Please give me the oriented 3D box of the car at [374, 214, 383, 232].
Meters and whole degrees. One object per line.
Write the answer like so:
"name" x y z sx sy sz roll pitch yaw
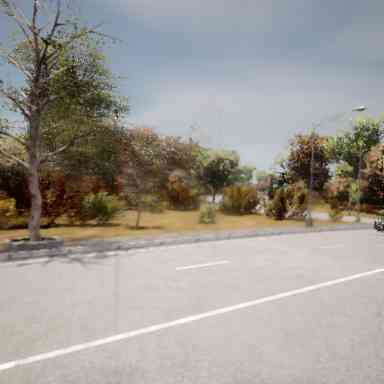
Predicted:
"car" 14.493 1.883 22.825 4.553 1.767 2.097 3 -2 -35
